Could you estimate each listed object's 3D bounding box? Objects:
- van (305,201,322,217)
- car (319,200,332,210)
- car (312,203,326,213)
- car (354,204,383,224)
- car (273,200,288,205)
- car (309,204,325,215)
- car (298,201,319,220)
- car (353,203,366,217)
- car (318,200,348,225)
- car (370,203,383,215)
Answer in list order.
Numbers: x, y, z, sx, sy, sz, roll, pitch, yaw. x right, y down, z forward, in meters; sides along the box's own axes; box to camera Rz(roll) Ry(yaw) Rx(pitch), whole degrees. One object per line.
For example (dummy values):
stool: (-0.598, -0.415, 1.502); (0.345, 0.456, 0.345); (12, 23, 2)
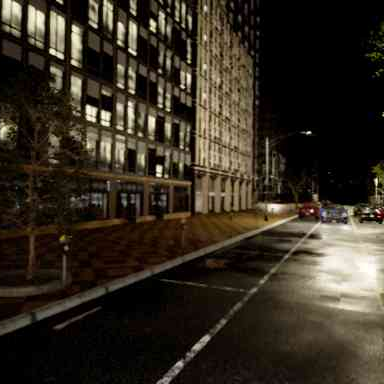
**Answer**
van: (15.148, 2.085, 41.327); (1.690, 1.788, 3.998); (0, -1, 24)
car: (26.737, 2.534, 66.486); (2.192, 1.841, 5.009); (0, -1, 24)
car: (19.658, 2.456, 51.257); (1.752, 1.417, 4.829); (0, -1, 24)
car: (16.478, 2.175, 30.844); (2.033, 1.411, 5.357); (0, -1, 25)
car: (24.233, 2.881, 91.065); (4.206, 1.307, 1.802); (1, -1, 26)
car: (17.436, 2.421, 46.368); (1.802, 1.307, 4.206); (0, -1, 24)
car: (12.856, 1.964, 36.283); (2.192, 1.841, 5.009); (0, -1, 24)
car: (20.721, 2.158, 40.384); (2.097, 1.767, 4.553); (0, -1, 25)
car: (12.741, 1.914, 29.658); (2.097, 1.767, 4.553); (0, -1, 25)
car: (27.005, 2.429, 48.027); (1.967, 1.590, 4.097); (0, -1, 24)
